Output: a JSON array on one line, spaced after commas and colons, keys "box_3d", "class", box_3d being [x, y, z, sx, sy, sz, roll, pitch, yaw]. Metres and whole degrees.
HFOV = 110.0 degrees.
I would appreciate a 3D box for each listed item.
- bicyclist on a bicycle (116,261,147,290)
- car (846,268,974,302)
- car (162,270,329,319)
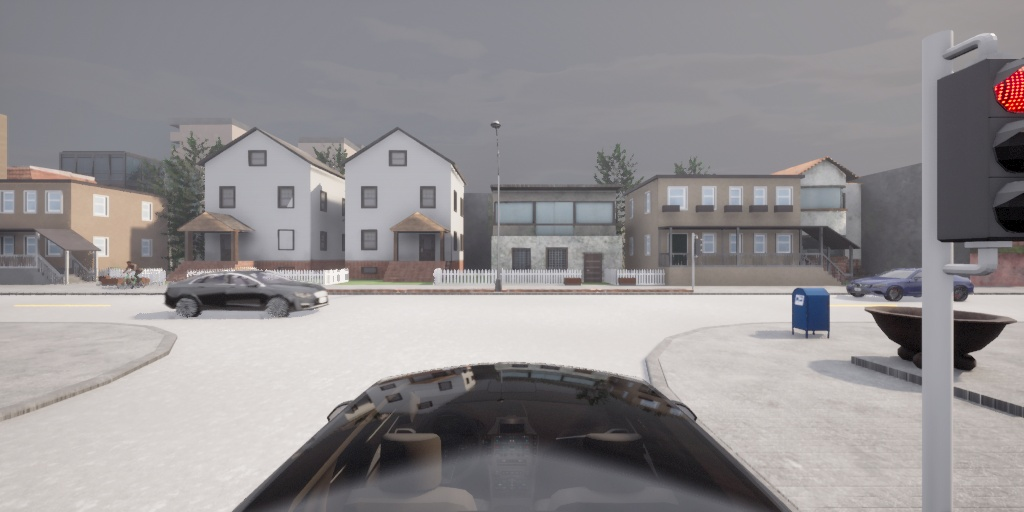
[{"box_3d": [-21.875, 1.099, 20.647, 0.582, 1.620, 1.656, 0, 0, 0], "class": "bicyclist on a bicycle"}, {"box_3d": [18.185, 1.276, 16.451, 4.674, 1.442, 1.812, 0, 0, 0], "class": "car"}, {"box_3d": [-8.925, 1.242, 12.256, 4.902, 1.511, 2.128, 0, 0, 0], "class": "car"}]
